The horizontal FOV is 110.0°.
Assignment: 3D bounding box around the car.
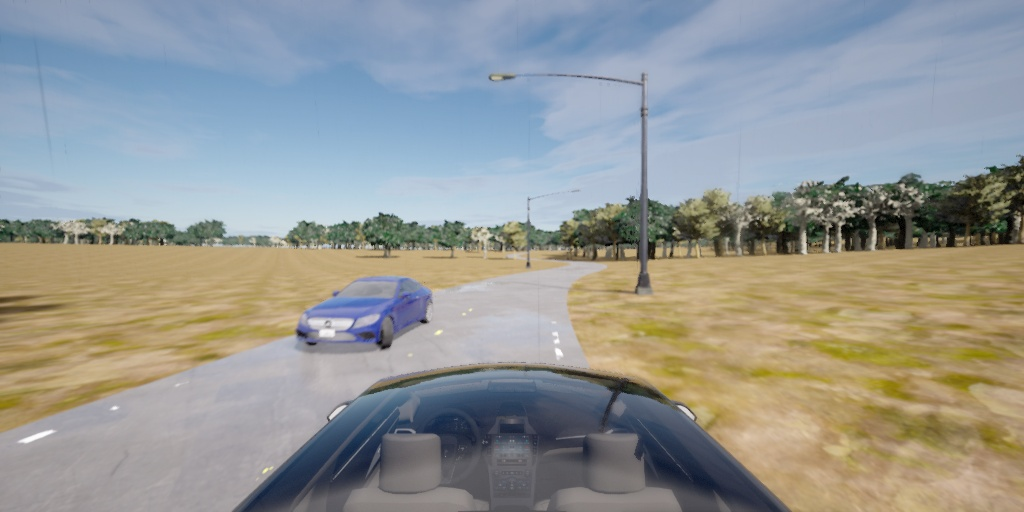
[{"bbox_3d":[-3.396,1.250,9.272,1.812,1.442,4.674,1,0,5],"label":"car"}]
